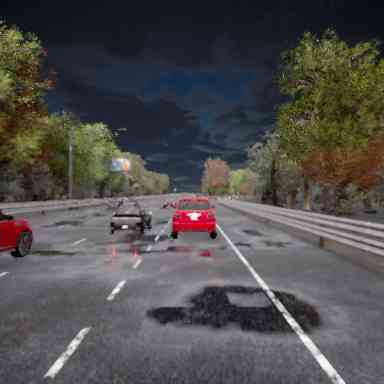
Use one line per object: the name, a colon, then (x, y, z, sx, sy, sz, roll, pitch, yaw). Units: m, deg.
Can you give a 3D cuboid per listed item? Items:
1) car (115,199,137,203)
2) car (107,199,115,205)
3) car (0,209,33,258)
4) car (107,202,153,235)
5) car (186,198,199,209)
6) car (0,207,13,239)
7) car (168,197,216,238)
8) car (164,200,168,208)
car: (-6.903, 1.703, 37.899, 2.033, 1.411, 5.357, 0, 0, 0)
car: (-10.403, 1.682, 46.242, 2.128, 1.511, 4.902, 0, 0, 0)
car: (-6.901, 1.261, 9.863, 2.150, 2.045, 5.566, 0, 0, 0)
car: (-3.401, 1.571, 19.270, 2.128, 1.511, 4.902, 0, 0, 0)
car: (0.099, 1.690, 50.896, 1.882, 1.535, 5.008, 0, 0, 0)
car: (-10.402, 1.537, 15.024, 1.882, 1.535, 5.008, 0, 0, 0)
car: (0.100, 1.298, 18.168, 2.150, 2.045, 5.566, 0, 0, 0)
car: (-3.404, 1.821, 52.896, 1.895, 1.301, 4.718, 0, 0, 0)
